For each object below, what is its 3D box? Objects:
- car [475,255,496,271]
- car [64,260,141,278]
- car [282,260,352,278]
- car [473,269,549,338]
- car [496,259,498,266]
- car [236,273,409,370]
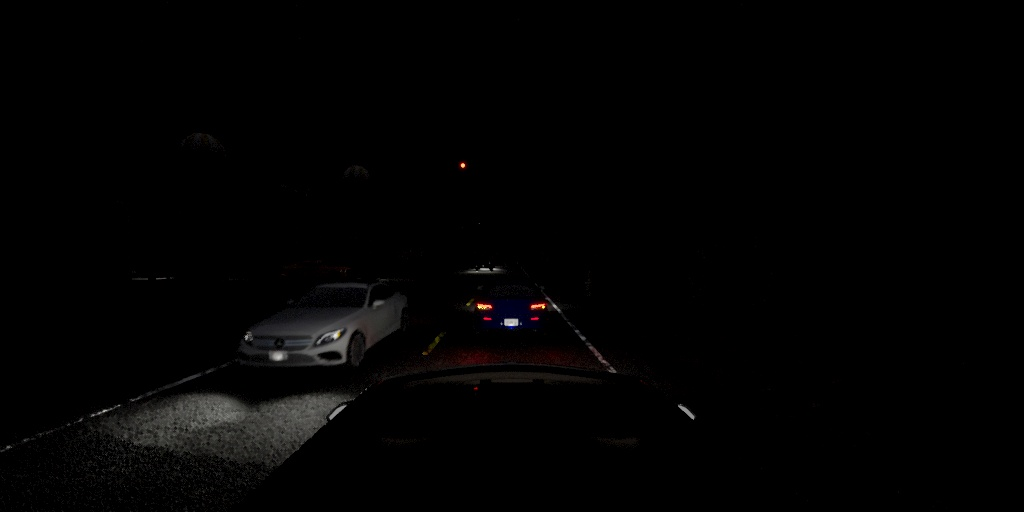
[{"bbox_3d":[-3.770,0.934,49.782,2.150,2.045,5.566,0,0,0],"label":"car"},{"bbox_3d":[-32.246,0.953,28.271,4.902,1.511,2.128,1,0,0],"label":"car"},{"bbox_3d":[-15.483,1.095,28.675,5.008,1.535,1.882,0,1,-5],"label":"car"},{"bbox_3d":[-0.026,1.274,10.086,1.812,1.442,4.674,0,0,0],"label":"car"},{"bbox_3d":[-3.788,1.299,59.556,1.895,1.301,4.718,0,0,0],"label":"car"},{"bbox_3d":[-3.611,1.274,7.857,1.812,1.442,4.674,0,0,0],"label":"car"}]
